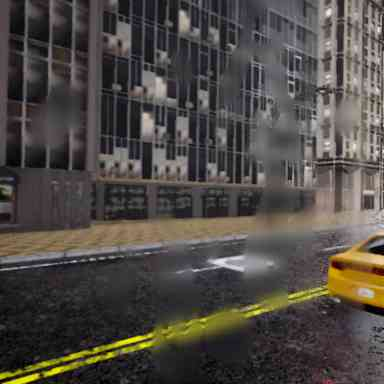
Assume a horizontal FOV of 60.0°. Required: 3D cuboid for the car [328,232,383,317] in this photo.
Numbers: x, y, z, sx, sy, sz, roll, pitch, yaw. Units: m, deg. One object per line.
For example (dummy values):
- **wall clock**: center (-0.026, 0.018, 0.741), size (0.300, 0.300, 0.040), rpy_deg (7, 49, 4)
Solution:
- **car**: center (4.887, 1.523, 6.909), size (5.008, 1.535, 1.882), rpy_deg (0, 0, -35)
